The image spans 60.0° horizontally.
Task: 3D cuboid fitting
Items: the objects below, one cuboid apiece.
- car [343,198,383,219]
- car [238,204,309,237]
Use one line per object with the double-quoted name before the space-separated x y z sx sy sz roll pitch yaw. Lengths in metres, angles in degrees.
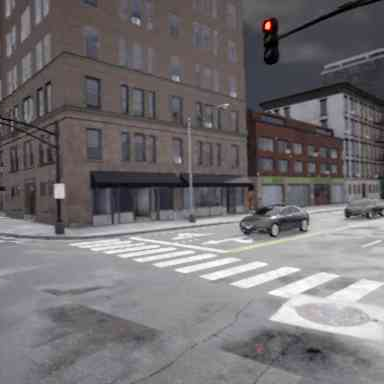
"car" 13.797 1.298 26.522 4.892 1.490 1.837 -1 0 -43
"car" 4.461 1.446 17.728 4.892 1.490 1.837 -1 0 -43
